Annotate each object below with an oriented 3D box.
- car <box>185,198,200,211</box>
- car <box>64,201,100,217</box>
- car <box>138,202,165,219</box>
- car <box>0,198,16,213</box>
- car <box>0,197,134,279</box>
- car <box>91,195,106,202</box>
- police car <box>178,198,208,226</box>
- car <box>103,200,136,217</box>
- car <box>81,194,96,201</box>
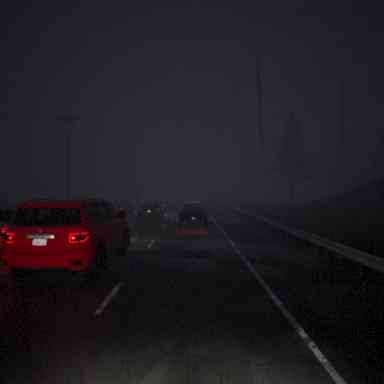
[{"bbox_3d":[0.080,1.479,41.627,1.812,1.442,4.674,0,0,0],"label":"car"},{"bbox_3d":[-10.415,1.565,31.805,1.895,1.301,4.718,0,0,0],"label":"car"},{"bbox_3d":[-3.414,1.532,28.420,1.994,1.385,4.181,0,0,0],"label":"car"},{"bbox_3d":[-21.110,1.453,35.396,2.128,1.511,4.902,0,0,0],"label":"car"},{"bbox_3d":[-3.404,1.210,10.118,2.150,2.045,5.566,0,0,0],"label":"car"},{"bbox_3d":[-21.037,1.394,75.133,1.882,1.535,5.008,0,0,0],"label":"car"},{"bbox_3d":[0.089,1.399,23.045,1.930,1.638,5.238,0,0,0],"label":"police car"},{"bbox_3d":[-6.915,1.511,32.245,2.033,1.411,5.357,0,0,0],"label":"car"},{"bbox_3d":[-24.539,1.267,78.931,2.097,1.767,4.553,0,0,0],"label":"car"}]
